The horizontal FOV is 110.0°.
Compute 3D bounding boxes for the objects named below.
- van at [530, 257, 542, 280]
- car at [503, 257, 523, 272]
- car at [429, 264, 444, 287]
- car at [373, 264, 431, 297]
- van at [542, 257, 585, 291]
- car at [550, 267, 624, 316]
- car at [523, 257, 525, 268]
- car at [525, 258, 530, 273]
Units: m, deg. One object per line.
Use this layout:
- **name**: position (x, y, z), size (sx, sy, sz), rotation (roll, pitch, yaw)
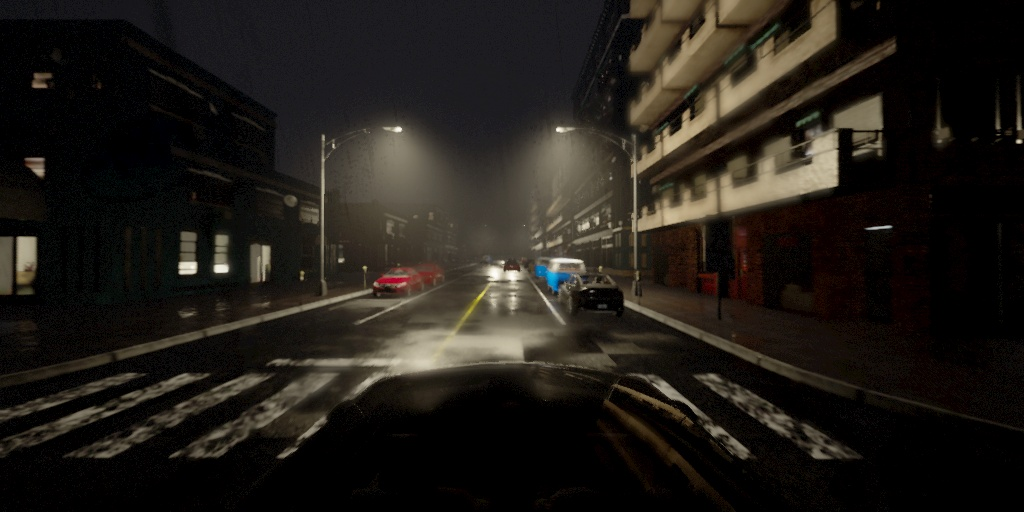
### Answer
- **van**: position (2.693, 0.993, 29.628), size (1.690, 1.789, 3.998), rotation (0, 0, 0)
- **car**: position (0.002, 1.168, 42.368), size (1.994, 1.385, 4.181), rotation (0, 0, 0)
- **car**: position (-5.688, 1.218, 24.011), size (1.888, 1.381, 4.507), rotation (0, 0, 0)
- **car**: position (-5.689, 1.274, 18.431), size (1.802, 1.307, 4.207), rotation (0, 0, 0)
- **van**: position (2.692, 1.033, 18.465), size (1.690, 1.789, 3.998), rotation (0, 0, 0)
- **car**: position (2.692, 1.262, 12.886), size (2.007, 1.370, 4.403), rotation (0, 0, 0)
- **car**: position (2.695, 1.130, 51.951), size (1.948, 1.339, 4.313), rotation (0, 0, 0)
- **car**: position (2.694, 1.135, 40.959), size (1.751, 1.417, 4.829), rotation (0, 0, 0)
